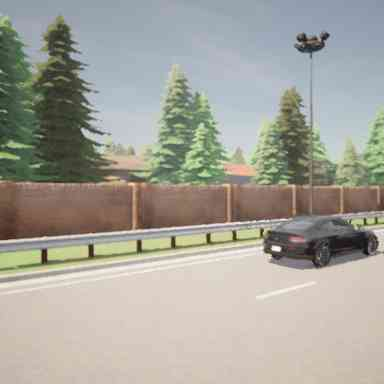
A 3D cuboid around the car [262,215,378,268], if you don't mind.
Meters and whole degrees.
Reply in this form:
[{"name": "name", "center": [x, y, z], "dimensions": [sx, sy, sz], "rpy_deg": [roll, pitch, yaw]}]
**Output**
[{"name": "car", "center": [4.352, 1.491, 11.153], "dimensions": [4.674, 1.442, 1.812], "rpy_deg": [0, 0, -36]}]
